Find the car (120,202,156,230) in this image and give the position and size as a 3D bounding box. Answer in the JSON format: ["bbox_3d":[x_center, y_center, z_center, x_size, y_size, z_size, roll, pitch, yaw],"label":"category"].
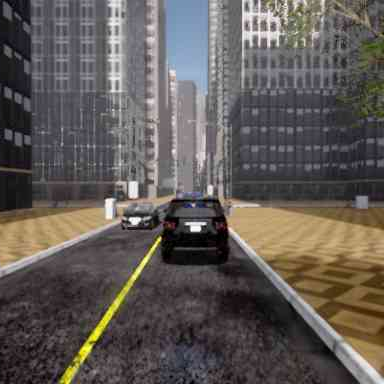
[{"bbox_3d":[-3.087,1.404,20.447,2.128,1.511,4.902,0,0,0],"label":"car"}]

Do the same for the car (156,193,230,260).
[{"bbox_3d":[0.103,1.164,12.332,2.150,2.045,5.566,0,0,0],"label":"car"}]

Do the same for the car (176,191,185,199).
[{"bbox_3d":[-2.981,0.887,89.635,2.150,2.045,5.566,0,0,0],"label":"car"}]
